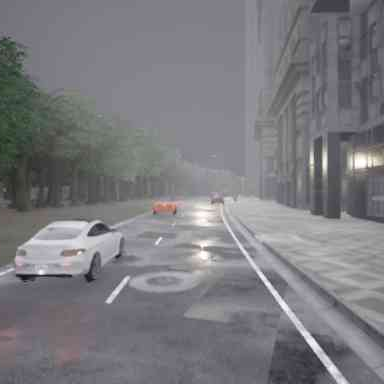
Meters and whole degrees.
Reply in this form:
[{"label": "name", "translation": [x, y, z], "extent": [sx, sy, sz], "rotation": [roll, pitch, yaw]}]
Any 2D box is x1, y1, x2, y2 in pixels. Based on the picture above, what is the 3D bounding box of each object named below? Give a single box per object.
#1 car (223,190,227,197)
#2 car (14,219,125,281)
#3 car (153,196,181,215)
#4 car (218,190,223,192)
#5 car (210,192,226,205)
[{"label": "car", "translation": [8.133, 0.419, 88.592], "extent": [2.150, 2.045, 5.566], "rotation": [0, 0, 11]}, {"label": "car", "translation": [-3.260, 1.493, 9.600], "extent": [1.812, 1.442, 4.674], "rotation": [0, 0, 1]}, {"label": "car", "translation": [-2.291, 1.154, 31.554], "extent": [2.097, 1.767, 4.553], "rotation": [0, 1, 4]}, {"label": "car", "translation": [4.782, 0.797, 67.799], "extent": [1.837, 1.490, 4.892], "rotation": [0, 0, 8]}, {"label": "car", "translation": [3.721, 1.084, 48.458], "extent": [1.812, 1.442, 4.674], "rotation": [0, 1, 6]}]
